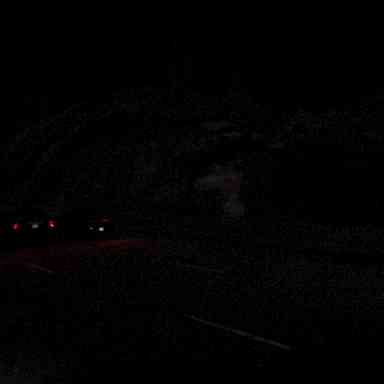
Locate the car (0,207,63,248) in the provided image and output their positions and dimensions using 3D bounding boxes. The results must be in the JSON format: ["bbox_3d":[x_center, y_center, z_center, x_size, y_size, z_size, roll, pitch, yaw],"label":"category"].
[{"bbox_3d":[-8.497,1.511,15.999,4.553,1.767,2.097,0,-1,41],"label":"car"}]

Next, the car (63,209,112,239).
[{"bbox_3d":[-6.564,1.726,18.947,4.902,1.511,2.128,0,-1,41],"label":"car"}]
